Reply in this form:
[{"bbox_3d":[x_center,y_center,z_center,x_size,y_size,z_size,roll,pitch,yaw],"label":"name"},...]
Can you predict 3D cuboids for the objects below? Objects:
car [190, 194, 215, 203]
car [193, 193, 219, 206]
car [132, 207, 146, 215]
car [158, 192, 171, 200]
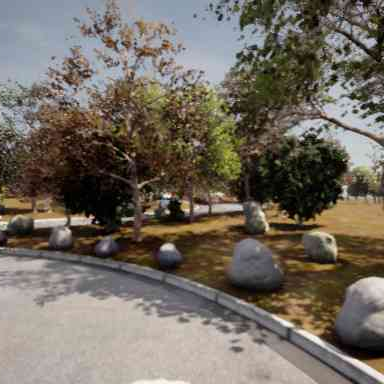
[{"bbox_3d":[1.781,1.157,56.943,1.994,1.385,4.181,1,1,-40],"label":"car"},{"bbox_3d":[2.213,1.058,50.370,2.097,1.767,4.553,0,2,-26],"label":"car"},{"bbox_3d":[-6.770,1.750,31.132,4.718,1.301,1.895,-1,-1,-43],"label":"car"},{"bbox_3d":[-6.468,0.554,66.090,2.150,2.045,5.566,1,1,-42],"label":"car"}]
